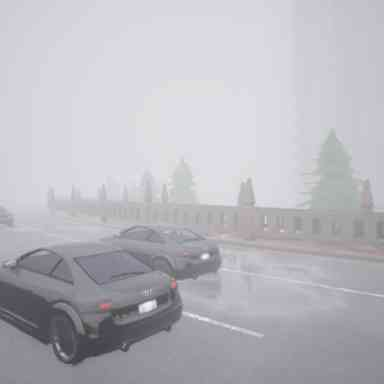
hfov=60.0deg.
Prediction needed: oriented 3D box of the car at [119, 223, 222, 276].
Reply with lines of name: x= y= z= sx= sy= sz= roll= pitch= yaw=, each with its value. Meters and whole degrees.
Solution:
car: x=-1.199 y=1.595 z=9.677 sx=4.181 sy=1.385 sz=1.994 roll=0 pitch=0 yaw=40

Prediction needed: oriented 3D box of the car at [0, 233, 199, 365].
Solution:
car: x=-2.173 y=1.582 z=5.958 sx=4.181 sy=1.385 sz=1.994 roll=0 pitch=0 yaw=39

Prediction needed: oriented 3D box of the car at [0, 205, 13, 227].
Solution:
car: x=-13.445 y=1.602 z=22.486 sx=2.033 sy=1.411 sz=5.357 roll=0 pitch=0 yaw=-37
